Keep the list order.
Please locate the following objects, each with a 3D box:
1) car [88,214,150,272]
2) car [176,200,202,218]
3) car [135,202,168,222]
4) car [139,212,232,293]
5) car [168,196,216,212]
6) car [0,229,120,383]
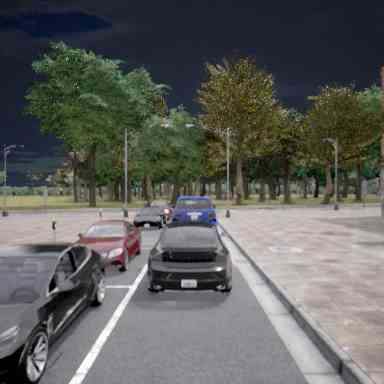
[{"bbox_3d":[-2.645,1.597,10.743,1.802,1.307,4.206,-1,0,0],"label":"car"},{"bbox_3d":[-0.389,1.561,32.050,1.837,1.490,4.892,0,0,-8],"label":"car"},{"bbox_3d":[-2.641,1.597,21.613,1.947,1.339,4.313,-1,0,0],"label":"car"},{"bbox_3d":[-0.036,1.518,8.857,1.837,1.490,4.892,0,0,0],"label":"car"},{"bbox_3d":[0.103,1.244,17.501,2.150,2.045,5.566,0,0,0],"label":"car"},{"bbox_3d":[-2.647,1.573,5.308,1.947,1.339,4.313,-1,0,0],"label":"car"}]
